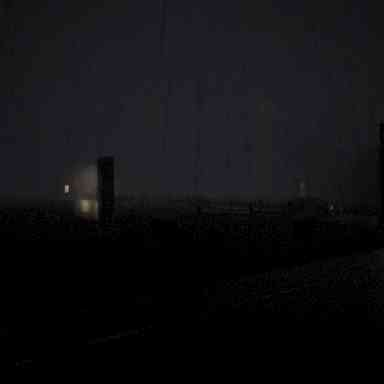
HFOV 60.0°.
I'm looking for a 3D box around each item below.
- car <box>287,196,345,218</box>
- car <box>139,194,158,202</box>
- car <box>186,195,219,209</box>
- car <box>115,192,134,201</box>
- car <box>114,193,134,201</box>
[{"bbox_3d":[10.392,1.199,28.088,2.097,1.767,4.553,-1,1,-38],"label":"car"},{"bbox_3d":[-7.638,1.019,57.998,1.812,1.442,4.674,-1,1,-35],"label":"car"},{"bbox_3d":[1.208,1.205,40.703,1.837,1.490,4.892,-1,1,-36],"label":"car"},{"bbox_3d":[-13.465,0.873,66.055,1.882,1.535,5.008,-1,1,-36],"label":"car"},{"bbox_3d":[-12.200,1.025,59.556,2.033,1.411,5.357,-1,1,-35],"label":"car"}]
